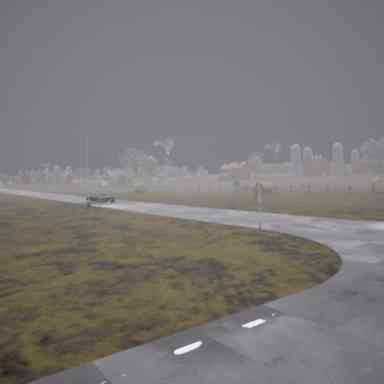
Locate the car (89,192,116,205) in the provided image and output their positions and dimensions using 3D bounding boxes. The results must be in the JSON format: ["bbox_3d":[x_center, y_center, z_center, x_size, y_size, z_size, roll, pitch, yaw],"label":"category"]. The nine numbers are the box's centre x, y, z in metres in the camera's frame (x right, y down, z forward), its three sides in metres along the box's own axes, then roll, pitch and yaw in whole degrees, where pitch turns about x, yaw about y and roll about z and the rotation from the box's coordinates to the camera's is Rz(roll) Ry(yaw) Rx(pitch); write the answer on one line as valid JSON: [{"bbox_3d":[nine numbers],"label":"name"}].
[{"bbox_3d":[-10.428,0.701,38.235,1.895,1.301,4.718,-3,3,-37],"label":"car"}]
